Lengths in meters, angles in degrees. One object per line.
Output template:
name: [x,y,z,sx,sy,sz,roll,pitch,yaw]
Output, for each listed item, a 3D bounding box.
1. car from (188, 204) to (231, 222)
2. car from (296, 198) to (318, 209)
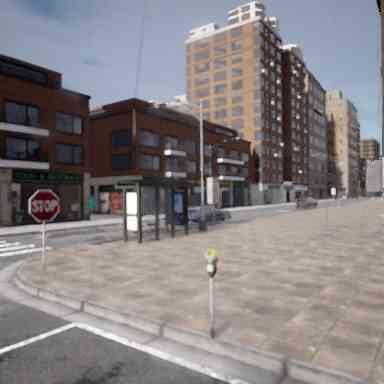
car: [0.843,1.583,24.067,2.033,1.411,5.357,-1,0,35]
car: [15.530,1.481,44.857,2.128,1.511,4.902,-1,0,36]
